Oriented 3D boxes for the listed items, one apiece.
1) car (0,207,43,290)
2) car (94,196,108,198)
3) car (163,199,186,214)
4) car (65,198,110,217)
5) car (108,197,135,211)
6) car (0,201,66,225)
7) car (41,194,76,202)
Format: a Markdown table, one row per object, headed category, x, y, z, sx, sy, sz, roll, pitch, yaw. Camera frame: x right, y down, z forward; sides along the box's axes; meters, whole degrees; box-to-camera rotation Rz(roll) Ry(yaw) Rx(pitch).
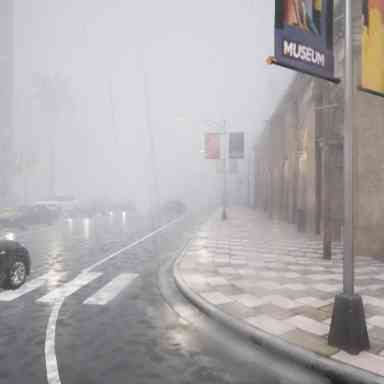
| category | x | y | z | sx | sy | sz | roll | pitch | yaw |
| --- | --- | --- | --- | --- | --- | --- | --- | --- | --- |
| car | -5.170 | 1.340 | 6.376 | 2.097 | 1.767 | 4.553 | 0 | 0 | 6 |
| car | -11.711 | 1.352 | 42.334 | 2.097 | 1.767 | 4.553 | 0 | 0 | 7 |
| car | -1.819 | 1.503 | 36.020 | 2.128 | 1.511 | 4.902 | 0 | 0 | 7 |
| car | -9.569 | 1.526 | 30.936 | 1.812 | 1.442 | 4.674 | 0 | 0 | 7 |
| car | -8.377 | 1.526 | 40.753 | 1.812 | 1.442 | 4.674 | 0 | 0 | 7 |
| car | -10.643 | 1.547 | 21.569 | 2.033 | 1.411 | 5.357 | 0 | 0 | 6 |
| car | -12.962 | 1.221 | 32.085 | 2.150 | 2.045 | 5.566 | 0 | 0 | 7 |
